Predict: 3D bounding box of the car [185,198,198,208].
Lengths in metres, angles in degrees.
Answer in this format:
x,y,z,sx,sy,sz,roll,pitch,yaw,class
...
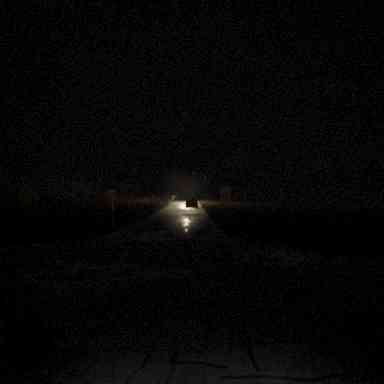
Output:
x,y,z,sx,sy,sz,roll,pitch,yaw,class
-0.048,1.765,55.519,2.097,1.767,4.553,0,0,0,car

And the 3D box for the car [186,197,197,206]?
x,y,z,sx,sy,sz,roll,pitch,yaw,class
-0.055,1.874,65.583,2.128,1.511,4.902,0,0,0,car
